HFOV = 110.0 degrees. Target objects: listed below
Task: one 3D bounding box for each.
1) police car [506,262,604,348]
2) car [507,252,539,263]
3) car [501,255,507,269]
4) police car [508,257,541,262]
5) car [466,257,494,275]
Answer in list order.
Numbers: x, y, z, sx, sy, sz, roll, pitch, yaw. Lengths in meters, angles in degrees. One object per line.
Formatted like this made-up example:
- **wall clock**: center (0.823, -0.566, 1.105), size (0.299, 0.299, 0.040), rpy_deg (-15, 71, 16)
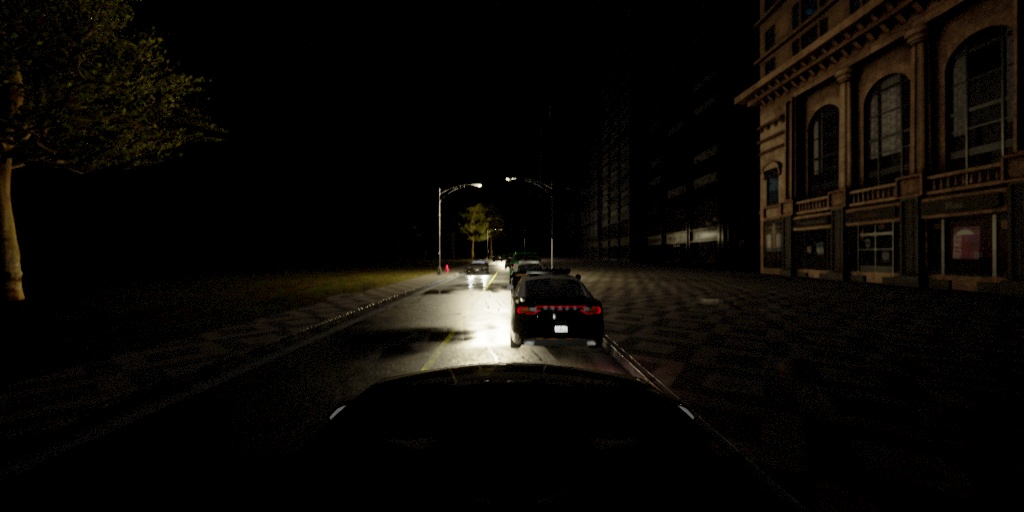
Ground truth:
- **police car**: center (0.900, 1.115, 9.152), size (1.930, 1.638, 5.238), rpy_deg (0, 0, 0)
- **car**: center (0.898, 0.775, 25.071), size (2.150, 2.045, 5.566), rpy_deg (0, 1, 0)
- **car**: center (0.022, 0.890, 46.602), size (2.033, 1.411, 5.357), rpy_deg (0, 1, 1)
- **police car**: center (0.900, 1.029, 19.152), size (1.930, 1.638, 5.238), rpy_deg (0, 1, 0)
- **car**: center (-3.098, 1.033, 33.799), size (1.994, 1.385, 4.181), rpy_deg (0, 1, 0)
